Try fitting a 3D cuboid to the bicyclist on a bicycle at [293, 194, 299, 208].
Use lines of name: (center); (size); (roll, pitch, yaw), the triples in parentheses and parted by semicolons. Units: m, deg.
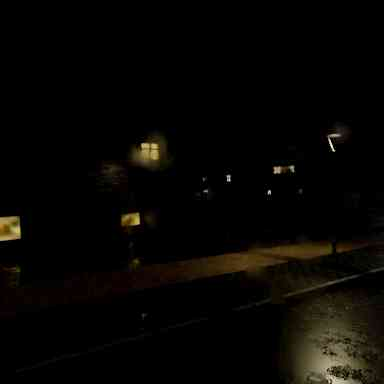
bicyclist on a bicycle: (12.244, 1.030, 38.955); (0.582, 1.620, 1.656); (0, 3, 38)
